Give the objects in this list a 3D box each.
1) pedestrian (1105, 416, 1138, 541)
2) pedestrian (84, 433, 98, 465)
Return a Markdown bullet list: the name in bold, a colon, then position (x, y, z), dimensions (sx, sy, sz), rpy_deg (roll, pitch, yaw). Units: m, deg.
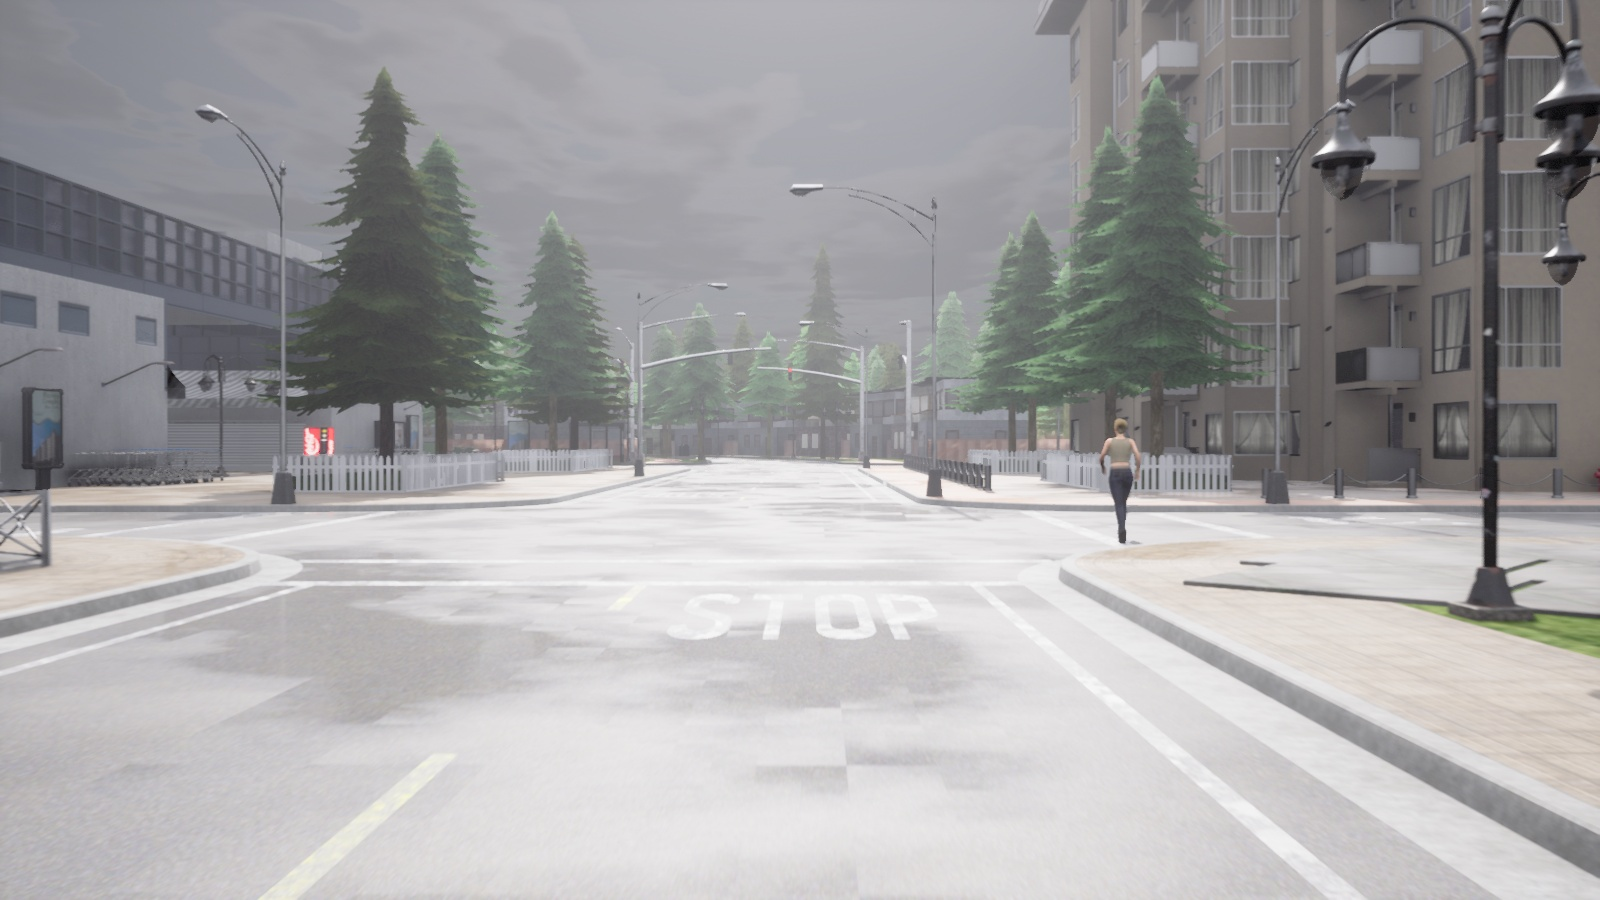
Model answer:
- **pedestrian**: position (4.789, 0.413, 18.732), dimensions (0.345, 1.836, 0.594), rpy_deg (0, 0, 1)
- **pedestrian**: position (-41.282, -0.053, 73.106), dimensions (0.594, 1.836, 0.345), rpy_deg (0, 0, 0)
